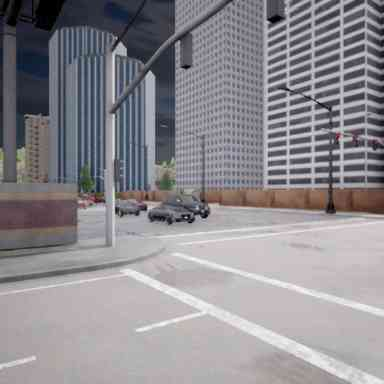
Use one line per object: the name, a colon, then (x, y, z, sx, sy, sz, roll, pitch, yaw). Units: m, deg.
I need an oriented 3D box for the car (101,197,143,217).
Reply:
car: (-6.540, 1.502, 31.302, 1.837, 1.490, 4.892, 0, 0, -35)

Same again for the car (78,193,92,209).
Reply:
car: (-15.145, 1.350, 43.522, 2.097, 1.767, 4.553, 0, 0, -35)

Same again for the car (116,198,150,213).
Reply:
car: (-6.770, 1.475, 37.699, 1.882, 1.535, 5.008, 0, 0, -35)

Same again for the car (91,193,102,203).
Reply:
car: (-19.256, 1.218, 61.785, 2.150, 2.045, 5.566, 0, 0, -35)

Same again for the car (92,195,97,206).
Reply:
car: (-17.000, 1.598, 52.320, 1.895, 1.301, 4.718, 0, 0, -35)

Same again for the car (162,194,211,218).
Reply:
car: (-0.715, 1.218, 29.123, 2.150, 2.045, 5.566, 0, 0, -35)

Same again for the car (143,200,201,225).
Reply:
car: (-1.563, 1.562, 24.257, 1.994, 1.385, 4.181, 0, 0, -35)

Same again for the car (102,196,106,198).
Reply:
car: (-16.667, 1.543, 64.168, 2.033, 1.411, 5.357, 0, 0, -34)
